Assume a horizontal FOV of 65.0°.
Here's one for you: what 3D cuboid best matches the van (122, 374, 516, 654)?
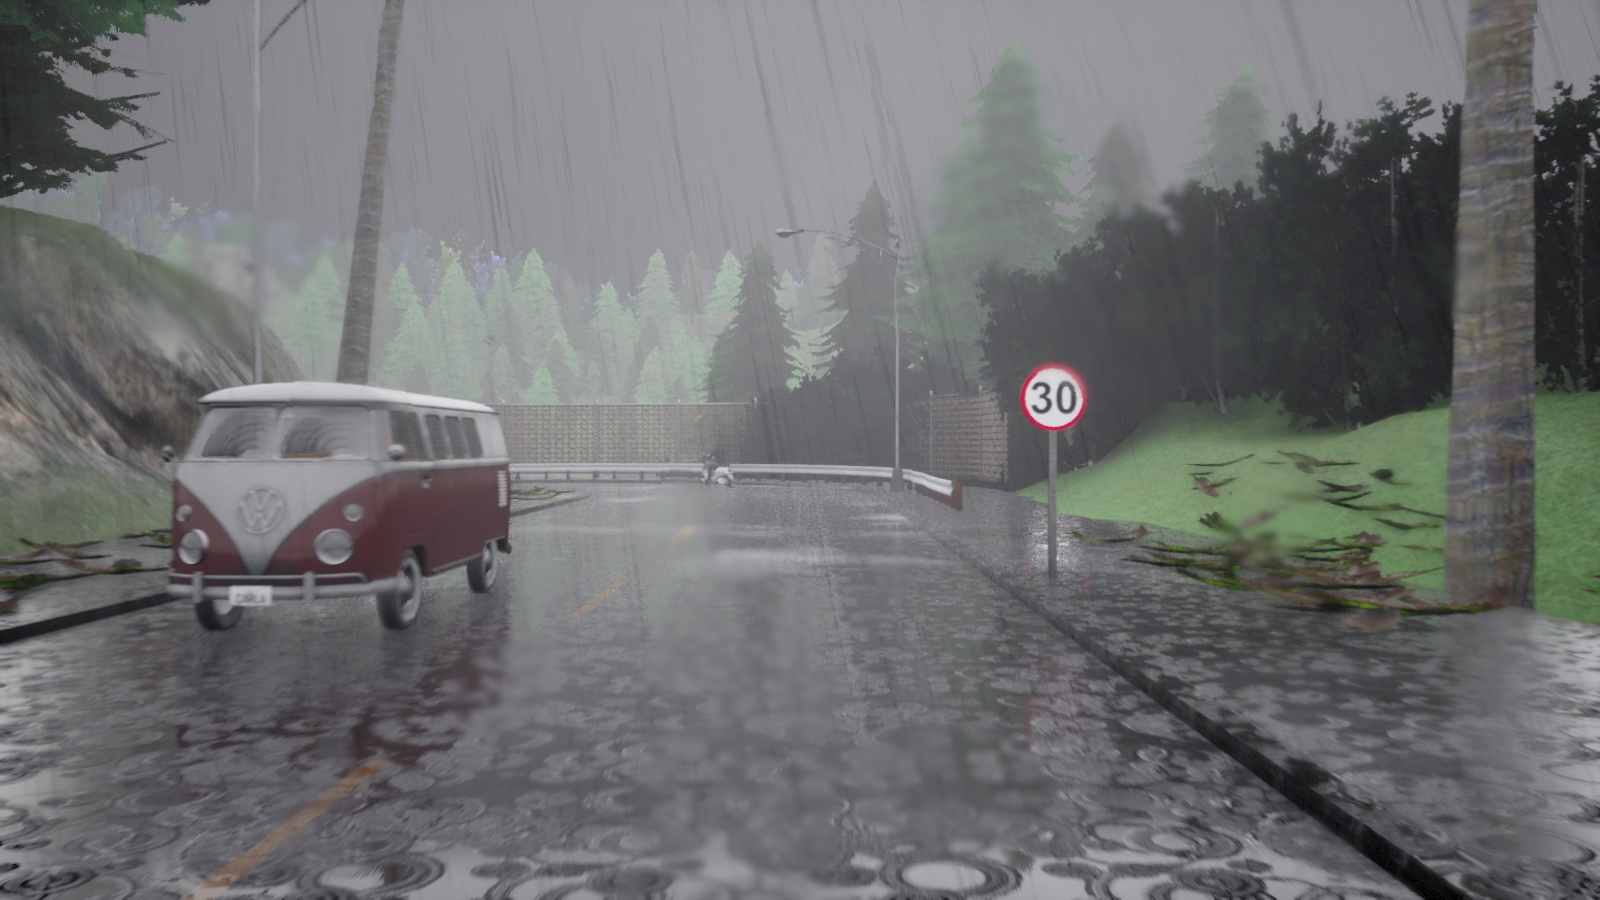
[{"bbox_3d":[-3.922,0.446,11.146,1.775,1.987,4.442,0,0,0],"label":"van"}]

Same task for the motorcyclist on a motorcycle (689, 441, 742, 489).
[{"bbox_3d":[-2.948,0.501,43.697,0.866,1.590,1.817,-2,2,-40],"label":"motorcyclist on a motorcycle"}]
